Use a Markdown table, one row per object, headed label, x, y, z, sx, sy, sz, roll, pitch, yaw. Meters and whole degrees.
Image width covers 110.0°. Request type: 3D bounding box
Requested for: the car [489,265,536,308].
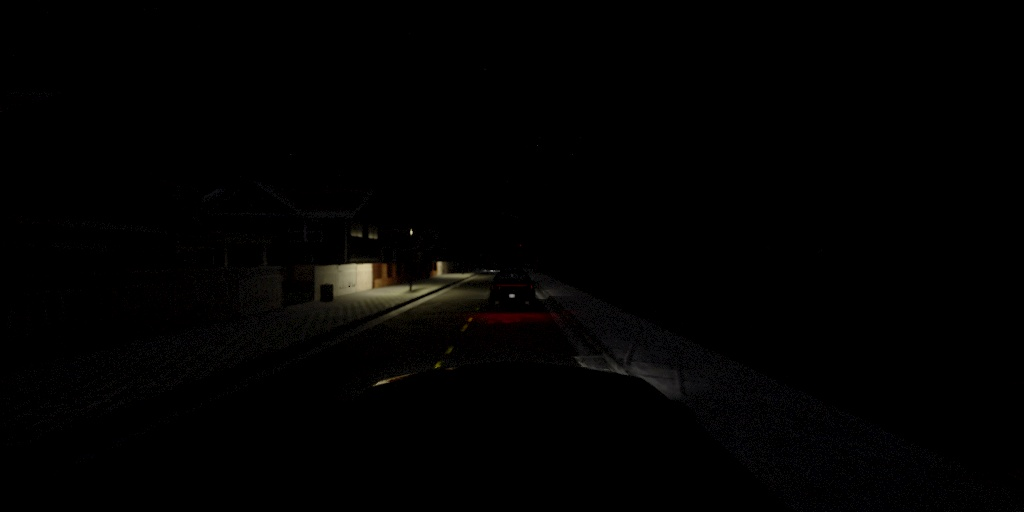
| label | x | y | z | sx | sy | sz | roll | pitch | yaw |
| --- | --- | --- | --- | --- | --- | --- | --- | --- | --- |
| car | 0.018 | 1.374 | 16.078 | 1.882 | 1.535 | 5.008 | 0 | 0 | 0 |
